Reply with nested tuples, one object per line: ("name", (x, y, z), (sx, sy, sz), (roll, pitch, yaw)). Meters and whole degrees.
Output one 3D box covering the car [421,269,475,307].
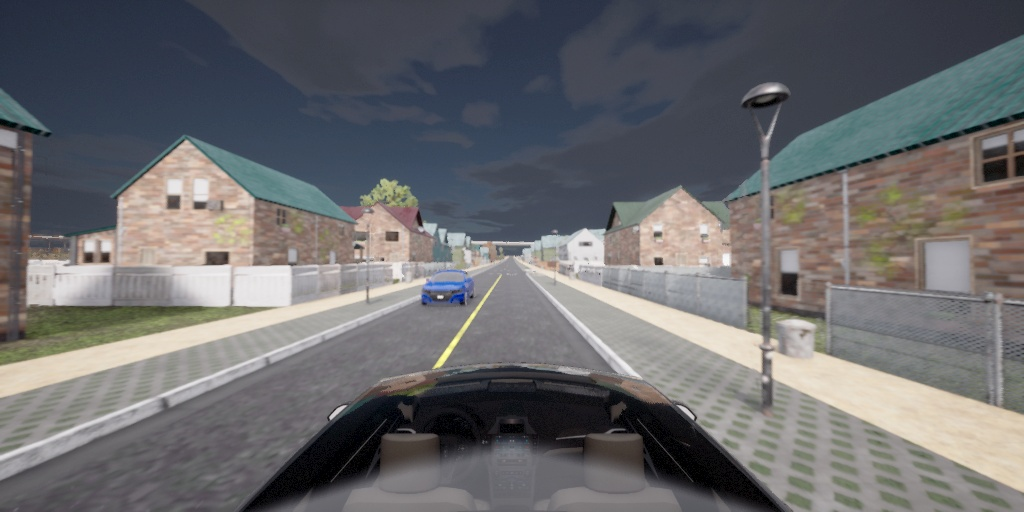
("car", (-2.851, 1.384, 16.777), (1.882, 1.535, 5.008), (0, -1, 0))
